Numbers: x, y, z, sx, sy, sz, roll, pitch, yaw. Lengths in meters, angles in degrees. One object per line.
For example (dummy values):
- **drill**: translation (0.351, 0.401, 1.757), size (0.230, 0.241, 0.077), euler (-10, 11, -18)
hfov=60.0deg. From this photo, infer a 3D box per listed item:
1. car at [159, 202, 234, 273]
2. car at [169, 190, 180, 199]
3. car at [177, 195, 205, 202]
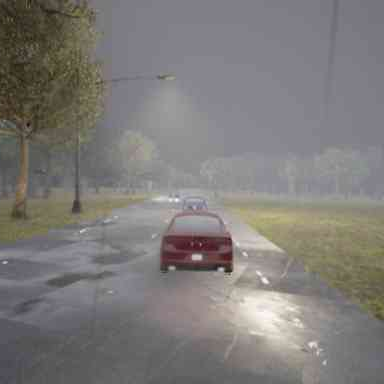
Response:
- **car**: translation (0.135, 1.315, 10.182), size (1.882, 1.535, 5.008), euler (1, 1, 0)
- **car**: translation (-3.272, 0.445, 61.707), size (2.128, 1.511, 4.902), euler (1, 0, 1)
- **car**: translation (0.189, 1.067, 25.395), size (2.033, 1.411, 5.357), euler (0, 1, 0)
